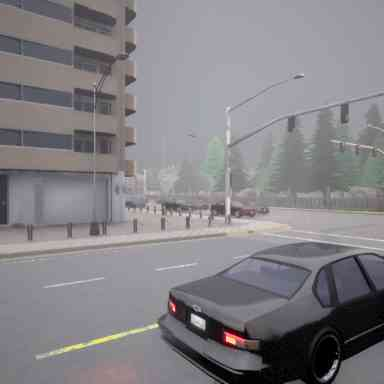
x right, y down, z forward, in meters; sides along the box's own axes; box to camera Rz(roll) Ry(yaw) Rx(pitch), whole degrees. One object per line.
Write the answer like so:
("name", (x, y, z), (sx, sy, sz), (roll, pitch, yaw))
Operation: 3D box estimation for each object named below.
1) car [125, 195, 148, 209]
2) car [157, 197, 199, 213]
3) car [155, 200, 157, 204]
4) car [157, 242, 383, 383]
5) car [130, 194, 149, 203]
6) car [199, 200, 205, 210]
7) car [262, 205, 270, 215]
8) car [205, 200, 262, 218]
("car", (-8.379, 1.603, 47.898), (2.033, 1.411, 5.357), (0, 0, -36))
("car", (-1.681, 1.533, 38.592), (1.882, 1.535, 5.008), (0, 0, -36))
("car", (-4.818, 1.603, 61.255), (2.033, 1.411, 5.357), (0, 0, -36))
("car", (2.123, 1.547, 5.296), (5.357, 1.411, 2.033), (0, 0, -35))
("car", (-11.033, 1.408, 69.823), (2.097, 1.767, 4.553), (0, 0, -36))
("car", (0.442, 1.619, 41.635), (1.994, 1.385, 4.181), (0, 0, -36))
("car", (5.892, 1.619, 34.062), (1.994, 1.385, 4.181), (0, 0, -36))
("car", (3.774, 1.533, 31.023), (1.882, 1.535, 5.008), (0, 0, -36))
